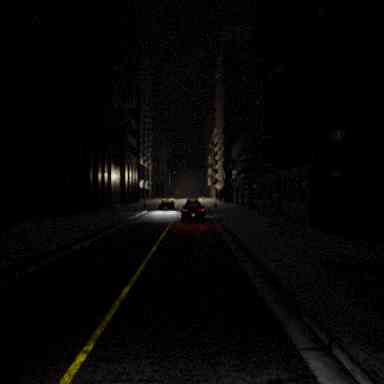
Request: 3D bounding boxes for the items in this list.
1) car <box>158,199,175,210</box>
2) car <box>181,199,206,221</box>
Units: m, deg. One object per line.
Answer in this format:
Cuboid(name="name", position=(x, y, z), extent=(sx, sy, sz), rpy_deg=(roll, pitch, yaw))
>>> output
Cuboid(name="car", position=(-3.091, 1.565, 41.447), extent=(1.895, 1.301, 4.718), rpy_deg=(0, 0, 0))
Cuboid(name="car", position=(0.101, 1.504, 26.462), extent=(1.812, 1.442, 4.674), rpy_deg=(0, -1, 0))
